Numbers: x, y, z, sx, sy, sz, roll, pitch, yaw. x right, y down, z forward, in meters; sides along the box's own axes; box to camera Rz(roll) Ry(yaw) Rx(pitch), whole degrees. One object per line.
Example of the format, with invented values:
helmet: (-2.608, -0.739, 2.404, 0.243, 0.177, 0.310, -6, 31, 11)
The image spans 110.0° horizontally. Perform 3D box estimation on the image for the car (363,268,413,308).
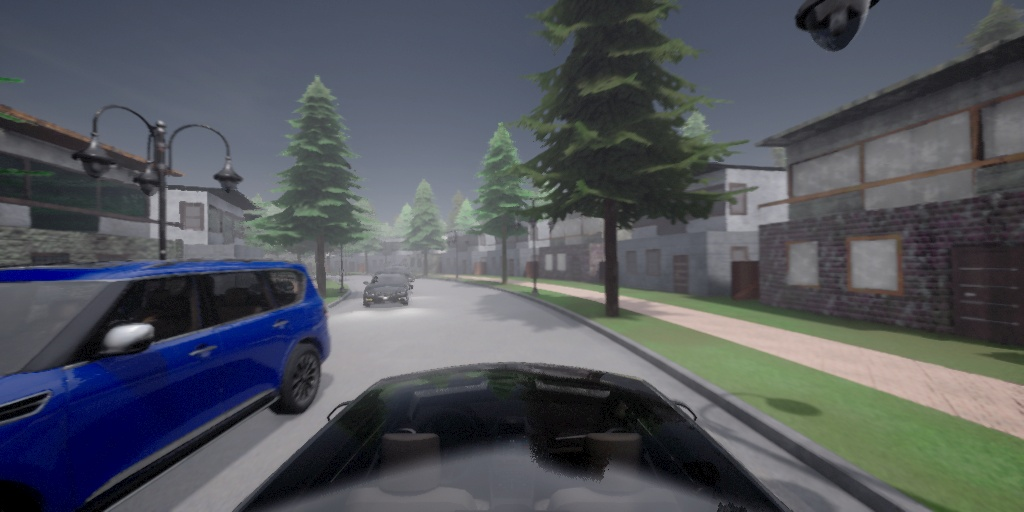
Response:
car: (-5.866, 1.509, 17.185, 1.837, 1.490, 4.892, -1, 0, -15)

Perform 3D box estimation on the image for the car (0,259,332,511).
car: (-3.765, 1.058, 3.242, 2.150, 2.045, 5.566, -1, -1, -2)

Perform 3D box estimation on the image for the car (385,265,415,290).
car: (-7.406, 1.307, 22.989, 1.837, 1.490, 4.892, -1, -1, -21)
